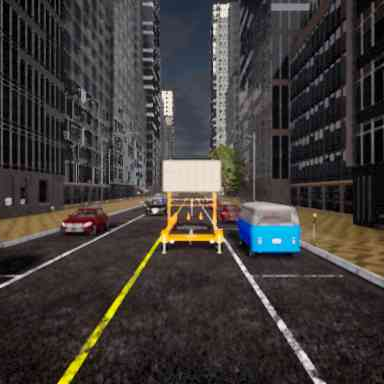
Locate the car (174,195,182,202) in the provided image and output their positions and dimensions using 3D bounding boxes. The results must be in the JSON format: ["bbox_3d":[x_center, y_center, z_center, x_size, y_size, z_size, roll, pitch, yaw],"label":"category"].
[{"bbox_3d":[-3.004,1.310,71.737,2.033,1.411,5.357,0,0,0],"label":"car"}]

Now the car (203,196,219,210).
[{"bbox_3d":[2.688,1.478,40.865,1.802,1.307,4.206,0,0,0],"label":"car"}]

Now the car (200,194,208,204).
[{"bbox_3d":[2.688,1.413,52.250,2.008,1.369,4.403,0,0,0],"label":"car"}]

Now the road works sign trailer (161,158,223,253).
[{"bbox_3d":[-0.001,0.430,13.420,2.380,3.560,2.880,0,0,0],"label":"road works sign trailer"}]

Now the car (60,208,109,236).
[{"bbox_3d":[-5.692,1.536,18.098,1.802,1.307,4.206,0,0,0],"label":"car"}]

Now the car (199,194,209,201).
[{"bbox_3d":[2.687,1.213,75.019,1.967,1.590,4.097,0,0,0],"label":"car"}]

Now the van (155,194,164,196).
[{"bbox_3d":[-5.693,1.183,57.945,1.690,1.788,3.998,0,0,0],"label":"van"}]

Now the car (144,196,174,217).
[{"bbox_3d":[-3.099,1.414,30.500,2.128,1.511,4.902,0,0,0],"label":"car"}]

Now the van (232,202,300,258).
[{"bbox_3d":[2.689,1.310,12.403,1.690,1.788,3.998,0,0,0],"label":"van"}]

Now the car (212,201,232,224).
[{"bbox_3d":[2.689,1.522,23.788,1.802,1.307,4.206,0,0,0],"label":"car"}]
